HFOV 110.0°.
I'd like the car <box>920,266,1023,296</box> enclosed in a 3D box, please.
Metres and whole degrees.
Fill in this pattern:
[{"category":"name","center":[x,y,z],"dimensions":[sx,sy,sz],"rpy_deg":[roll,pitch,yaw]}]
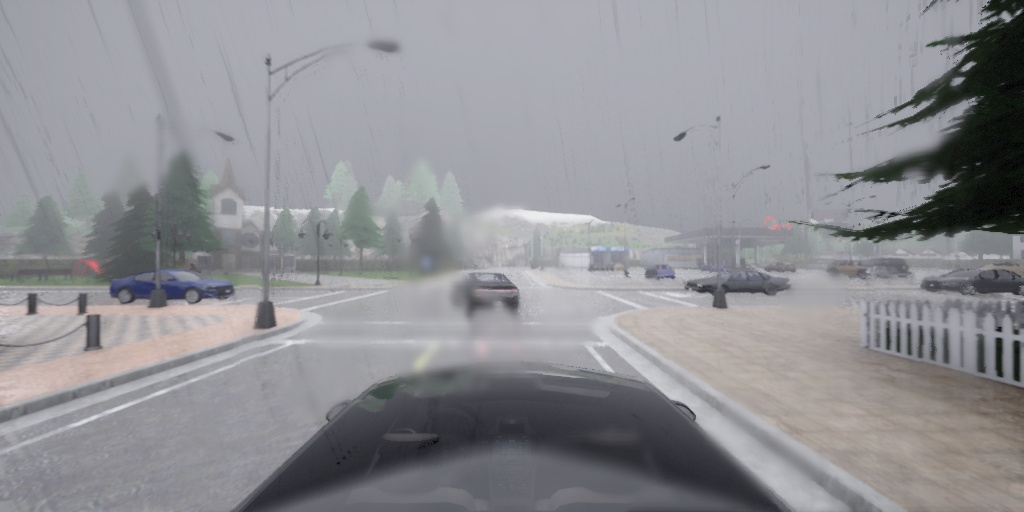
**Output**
[{"category":"car","center":[26.257,1.464,20.309],"dimensions":[4.892,1.490,1.837],"rpy_deg":[0,-1,1]}]

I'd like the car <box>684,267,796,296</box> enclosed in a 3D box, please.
[{"category":"car","center":[12.825,1.508,20.438],"dimensions":[5.357,1.411,2.033],"rpy_deg":[0,-1,0]}]

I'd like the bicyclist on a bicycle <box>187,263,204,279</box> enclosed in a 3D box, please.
[{"category":"bicyclist on a bicycle","center":[-21.786,1.313,24.574],"dimensions":[0.582,1.620,1.656],"rpy_deg":[0,0,1]}]

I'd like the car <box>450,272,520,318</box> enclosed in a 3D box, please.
[{"category":"car","center":[-1.165,1.374,13.786],"dimensions":[2.128,1.511,4.902],"rpy_deg":[1,-1,-18]}]

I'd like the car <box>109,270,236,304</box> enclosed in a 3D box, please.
[{"category":"car","center":[-15.954,1.398,17.030],"dimensions":[5.008,1.535,1.882],"rpy_deg":[0,-1,1]}]
